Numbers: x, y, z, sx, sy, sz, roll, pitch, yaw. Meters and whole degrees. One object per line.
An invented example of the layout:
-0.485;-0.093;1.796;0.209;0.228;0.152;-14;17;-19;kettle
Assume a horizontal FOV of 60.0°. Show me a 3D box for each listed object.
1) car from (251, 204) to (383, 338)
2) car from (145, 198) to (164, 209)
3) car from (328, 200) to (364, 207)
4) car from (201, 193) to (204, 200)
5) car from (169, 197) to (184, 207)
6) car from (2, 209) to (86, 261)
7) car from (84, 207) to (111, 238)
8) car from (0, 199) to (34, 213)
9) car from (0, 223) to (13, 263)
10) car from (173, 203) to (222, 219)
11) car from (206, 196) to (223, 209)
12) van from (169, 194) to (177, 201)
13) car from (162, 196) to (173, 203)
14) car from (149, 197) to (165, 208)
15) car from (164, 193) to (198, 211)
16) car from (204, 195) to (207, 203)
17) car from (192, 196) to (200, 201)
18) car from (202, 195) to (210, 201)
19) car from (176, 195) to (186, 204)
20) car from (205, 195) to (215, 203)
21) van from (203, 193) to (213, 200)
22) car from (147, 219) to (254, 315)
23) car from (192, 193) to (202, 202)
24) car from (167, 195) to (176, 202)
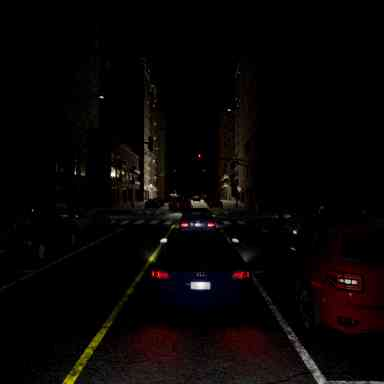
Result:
2.754;1.316;6.552;2.192;1.841;5.009;1;0;1;car
-5.284;1.555;44.936;1.887;1.381;4.507;1;0;1;car
13.991;1.503;31.884;4.553;1.767;2.097;0;-1;1;car
3.533;1.335;67.510;2.192;1.841;5.009;1;0;1;car
-2.439;1.559;52.102;2.033;1.411;5.357;0;0;1;car
-5.702;1.547;12.294;1.887;1.381;4.507;1;0;1;car
-5.632;1.529;17.748;1.752;1.417;4.829;1;0;1;car
-16.422;1.341;29.240;4.902;1.511;2.128;1;-1;1;car
-5.776;1.526;6.500;1.752;1.417;4.829;1;0;1;car
0.270;1.551;17.741;2.033;1.411;5.357;0;0;0;car
3.240;1.593;44.818;1.802;1.307;4.206;1;0;1;car
-4.775;1.371;84.643;1.690;1.788;3.998;1;0;1;van
-4.994;1.601;67.626;1.802;1.307;4.206;1;0;1;car
-5.212;1.557;50.609;1.887;1.381;4.507;1;0;1;car
-1.316;1.367;37.242;2.097;1.767;4.553;0;0;-17;car
3.385;1.597;56.164;1.802;1.307;4.206;1;0;1;car
1.078;1.626;84.893;1.895;1.301;4.718;0;0;1;car
3.820;1.599;90.201;1.947;1.339;4.313;1;0;1;car
-2.169;1.497;66.939;1.882;1.535;5.008;0;0;1;car
3.313;1.594;50.491;1.802;1.307;4.206;1;0;1;car
3.460;1.358;61.837;1.690;1.788;3.998;1;0;1;van
0.176;1.566;7.678;1.994;1.385;4.181;0;0;1;car
0.953;1.564;74.194;2.033;1.411;5.357;0;0;1;car
-4.848;1.466;78.970;1.967;1.590;4.097;1;0;1;car
